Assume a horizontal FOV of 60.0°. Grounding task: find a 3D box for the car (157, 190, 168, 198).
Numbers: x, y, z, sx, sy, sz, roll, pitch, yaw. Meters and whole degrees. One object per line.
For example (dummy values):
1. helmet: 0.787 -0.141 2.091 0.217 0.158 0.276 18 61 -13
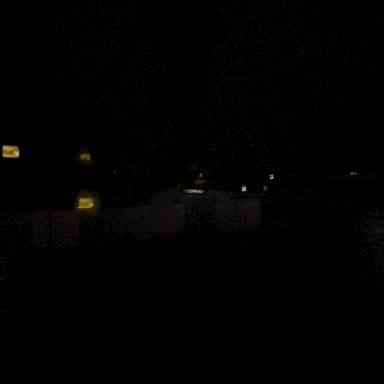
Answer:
1. car: -5.879 0.371 62.089 1.812 1.442 4.674 1 1 -21
